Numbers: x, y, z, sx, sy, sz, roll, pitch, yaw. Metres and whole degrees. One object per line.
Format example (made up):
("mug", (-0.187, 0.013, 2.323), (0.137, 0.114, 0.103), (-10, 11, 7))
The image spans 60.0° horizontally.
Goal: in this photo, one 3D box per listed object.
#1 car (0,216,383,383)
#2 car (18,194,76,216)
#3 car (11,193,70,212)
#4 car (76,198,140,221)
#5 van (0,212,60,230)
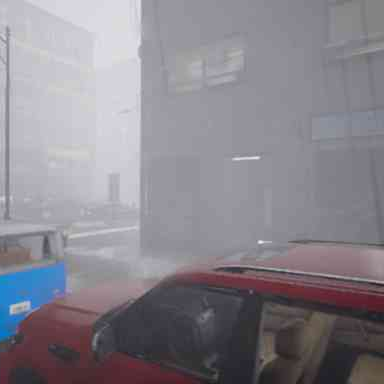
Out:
("car", (0.653, 1.315, 2.398), (5.009, 1.841, 2.192), (0, 0, 36))
("car", (-10.308, 1.208, 25.751), (1.882, 1.535, 5.008), (1, 1, 35))
("car", (-12.155, 1.018, 27.597), (2.192, 1.841, 5.009), (2, 2, 35))
("car", (-5.323, 1.338, 22.754), (1.947, 1.339, 4.313), (2, 2, 35))
("van", (-3.847, 1.337, 5.608), (3.998, 1.788, 1.690), (0, 0, 36))
